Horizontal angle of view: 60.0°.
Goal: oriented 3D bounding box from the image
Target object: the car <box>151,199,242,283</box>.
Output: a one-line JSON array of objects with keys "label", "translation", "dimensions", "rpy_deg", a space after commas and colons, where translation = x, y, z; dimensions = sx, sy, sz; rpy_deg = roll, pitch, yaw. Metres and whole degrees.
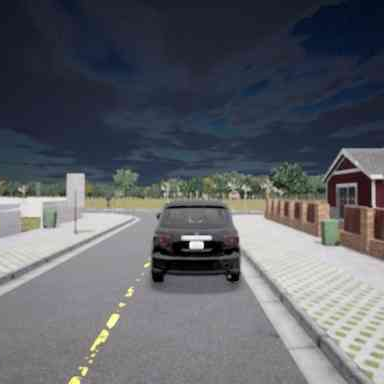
[{"label": "car", "translation": [0.083, 1.222, 9.828], "dimensions": [2.150, 2.045, 5.566], "rpy_deg": [0, 0, 0]}]

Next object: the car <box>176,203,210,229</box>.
[{"label": "car", "translation": [0.051, 1.549, 22.727], "dimensions": [2.033, 1.411, 5.357], "rpy_deg": [0, 0, 0]}]

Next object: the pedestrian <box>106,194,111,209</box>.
[{"label": "pedestrian", "translation": [-9.762, 1.070, 38.770], "dimensions": [0.375, 1.860, 0.375], "rpy_deg": [0, -1, 0]}]
